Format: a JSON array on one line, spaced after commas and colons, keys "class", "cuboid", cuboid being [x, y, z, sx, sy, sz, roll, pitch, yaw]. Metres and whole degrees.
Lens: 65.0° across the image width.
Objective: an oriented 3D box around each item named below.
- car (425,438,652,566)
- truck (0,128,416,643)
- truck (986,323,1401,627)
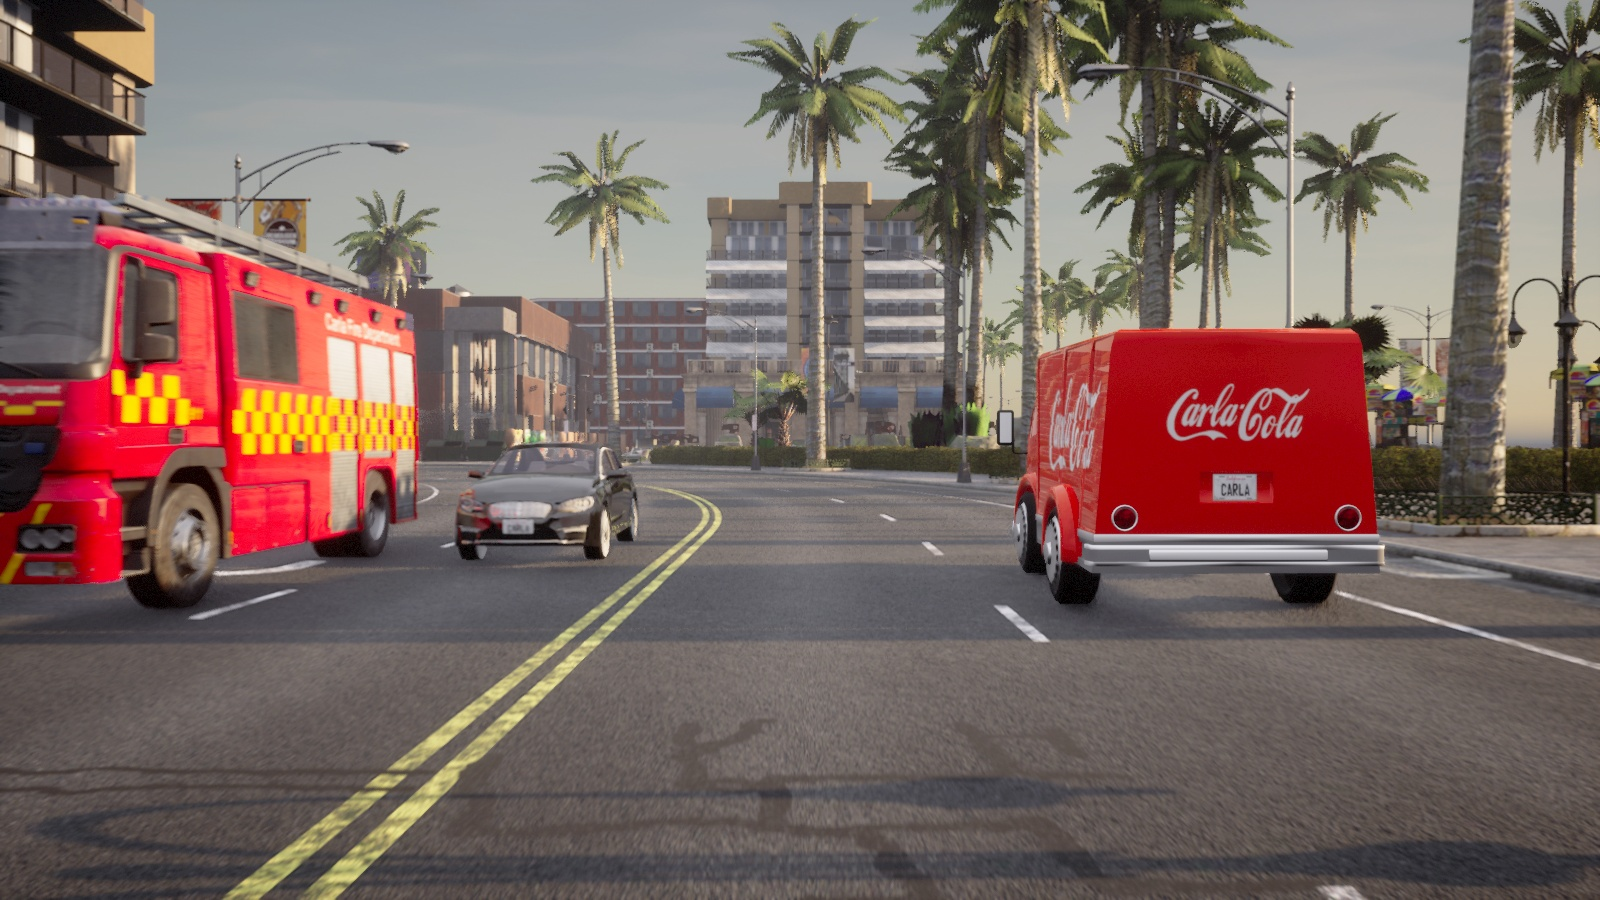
[{"class": "car", "cuboid": [-3.394, 0.602, 17.347, 2.128, 1.511, 4.902, 0, 0, 0]}, {"class": "truck", "cuboid": [-6.898, -0.500, 13.574, 2.891, 3.827, 8.468, 0, 0, 0]}, {"class": "truck", "cuboid": [3.588, 0.190, 12.821, 2.627, 2.467, 5.204, 0, 0, 0]}]
